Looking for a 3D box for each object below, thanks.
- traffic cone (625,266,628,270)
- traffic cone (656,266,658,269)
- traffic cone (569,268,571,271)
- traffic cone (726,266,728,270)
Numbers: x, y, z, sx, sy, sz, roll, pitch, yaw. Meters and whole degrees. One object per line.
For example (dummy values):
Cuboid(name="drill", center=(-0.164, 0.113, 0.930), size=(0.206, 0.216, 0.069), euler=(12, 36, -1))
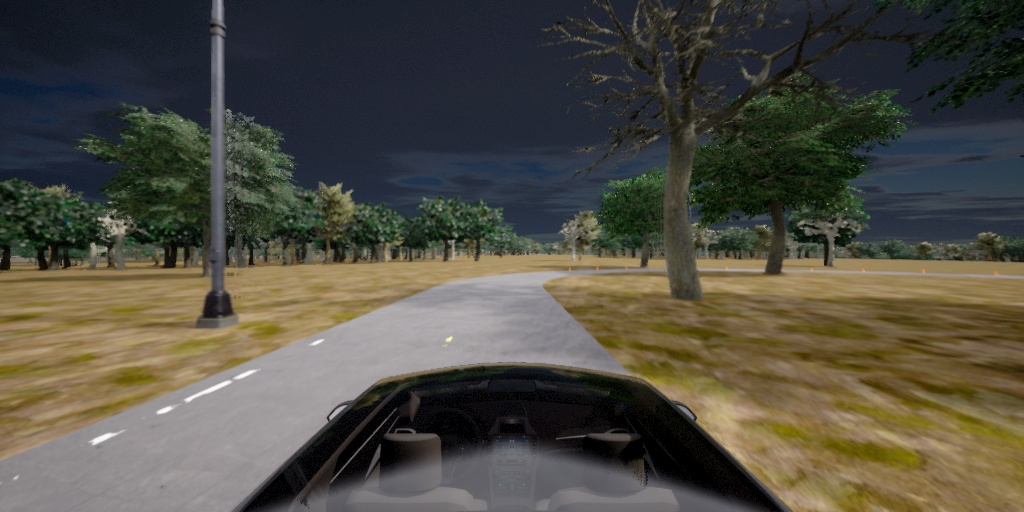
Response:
Cuboid(name="traffic cone", center=(17.072, 1.735, 53.455), size=(0.340, 0.580, 0.340), euler=(0, 0, -21))
Cuboid(name="traffic cone", center=(22.281, 1.747, 55.002), size=(0.340, 0.580, 0.340), euler=(0, 0, -12))
Cuboid(name="traffic cone", center=(7.743, 1.727, 47.951), size=(0.340, 0.580, 0.340), euler=(0, 0, -40))
Cuboid(name="traffic cone", center=(33.149, 1.792, 55.392), size=(0.340, 0.580, 0.340), euler=(0, 0, 8))
